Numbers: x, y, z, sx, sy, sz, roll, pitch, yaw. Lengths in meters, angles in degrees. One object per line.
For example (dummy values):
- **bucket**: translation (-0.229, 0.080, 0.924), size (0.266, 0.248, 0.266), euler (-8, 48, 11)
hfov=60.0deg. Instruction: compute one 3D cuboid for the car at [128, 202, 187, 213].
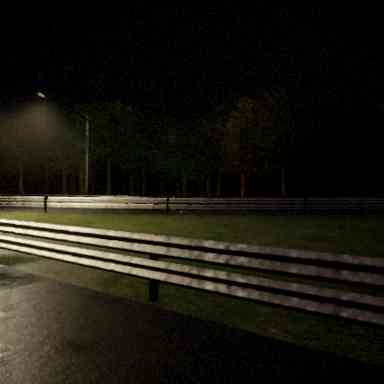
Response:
- **car**: translation (-2.985, 1.115, 29.913), size (5.357, 1.411, 2.033), euler (0, 0, 9)
